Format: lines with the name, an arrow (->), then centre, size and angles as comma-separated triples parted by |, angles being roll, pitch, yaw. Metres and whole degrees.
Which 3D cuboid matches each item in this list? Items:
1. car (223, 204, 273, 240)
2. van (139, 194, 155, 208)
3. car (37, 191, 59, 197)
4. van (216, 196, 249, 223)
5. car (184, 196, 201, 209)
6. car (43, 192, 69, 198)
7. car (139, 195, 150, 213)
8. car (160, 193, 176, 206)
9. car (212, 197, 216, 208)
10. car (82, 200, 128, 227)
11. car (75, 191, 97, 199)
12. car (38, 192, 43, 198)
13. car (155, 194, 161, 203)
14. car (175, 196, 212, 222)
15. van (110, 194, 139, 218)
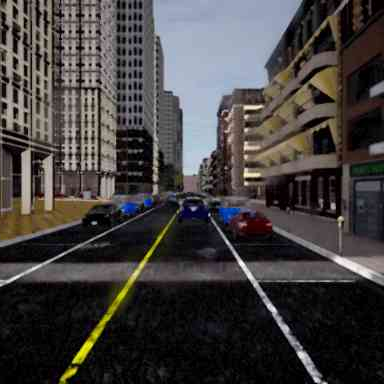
car -> 2.701, 1.470, 15.861 | 1.802, 1.307, 4.206 | 0, 0, 0
van -> -5.664, 1.076, 38.460 | 1.690, 1.788, 3.998 | 0, 0, 0
car -> -32.310, 0.482, 74.555 | 4.206, 1.307, 1.802 | 1, -1, 0
van -> 2.705, 1.190, 21.508 | 1.690, 1.788, 3.998 | 0, 0, 0
car -> 0.120, 1.281, 41.116 | 1.994, 1.385, 4.181 | 0, 0, 0
car -> -26.662, 0.658, 66.185 | 4.206, 1.307, 1.802 | 1, -1, 0
car -> -5.668, 1.323, 32.813 | 2.008, 1.369, 4.403 | 0, 0, 0
car -> -3.006, 1.213, 49.044 | 2.033, 1.411, 5.357 | 0, 0, 1
car -> 2.717, 1.286, 38.455 | 2.008, 1.369, 4.403 | 0, 0, 0
car -> -5.675, 1.414, 21.516 | 1.947, 1.339, 4.313 | 0, 0, 0
car -> -21.085, 0.623, 66.196 | 4.097, 1.590, 1.967 | 1, -1, 0
car -> -32.231, 0.283, 66.179 | 5.009, 1.841, 2.192 | 1, -1, 0
car -> -5.652, 1.064, 55.406 | 1.967, 1.590, 4.097 | 0, 0, 0
car -> 0.105, 1.180, 24.448 | 2.097, 1.767, 4.553 | 0, 0, 0
van -> -5.672, 1.151, 27.163 | 1.690, 1.788, 3.998 | 0, 0, 0
